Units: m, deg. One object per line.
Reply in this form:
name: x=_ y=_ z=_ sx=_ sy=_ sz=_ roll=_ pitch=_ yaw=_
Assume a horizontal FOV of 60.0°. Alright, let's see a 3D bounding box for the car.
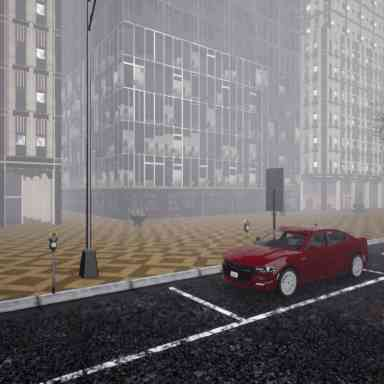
car: x=2.743 y=1.545 z=8.529 sx=4.507 sy=1.381 sz=1.887 roll=0 pitch=0 yaw=-36
